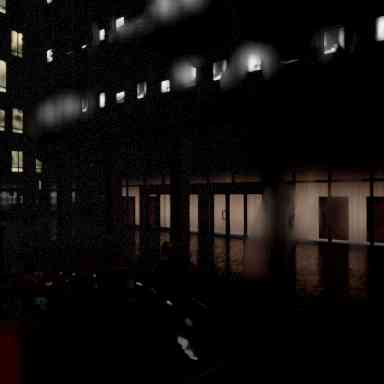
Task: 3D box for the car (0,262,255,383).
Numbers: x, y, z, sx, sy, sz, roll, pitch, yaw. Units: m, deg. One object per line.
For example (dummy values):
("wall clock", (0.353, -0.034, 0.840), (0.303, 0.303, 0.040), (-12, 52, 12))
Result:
("car", (-1.497, 1.545, 3.965), (4.507, 1.381, 1.887), (0, 0, 36))
